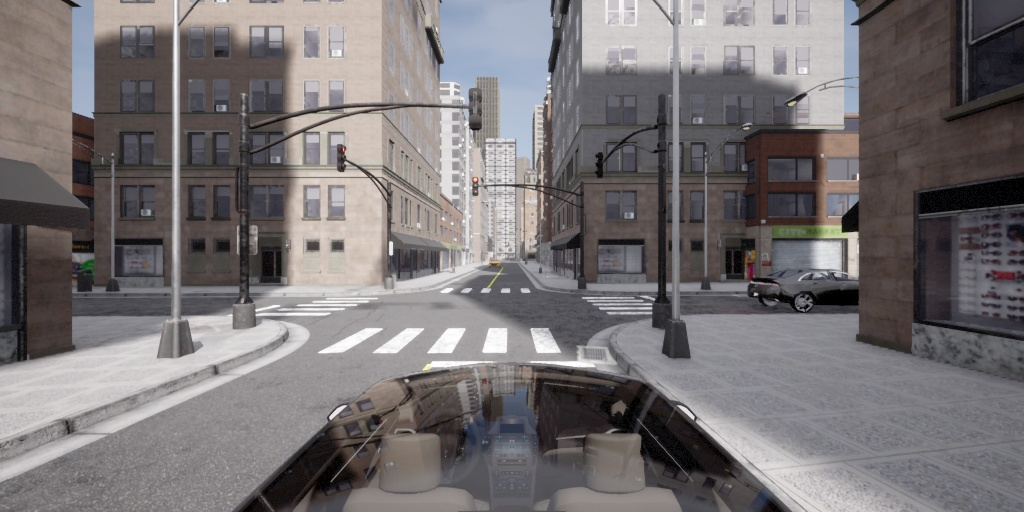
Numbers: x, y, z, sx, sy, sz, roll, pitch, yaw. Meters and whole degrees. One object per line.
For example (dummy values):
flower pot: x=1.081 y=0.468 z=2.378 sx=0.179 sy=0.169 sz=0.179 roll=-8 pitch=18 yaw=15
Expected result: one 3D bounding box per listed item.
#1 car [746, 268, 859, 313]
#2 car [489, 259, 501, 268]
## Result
car: x=11.428 y=1.209 z=13.234 sx=4.902 sy=1.511 sz=2.128 roll=0 pitch=0 yaw=0
car: x=-2.995 y=1.207 z=62.919 sx=1.882 sy=1.535 sz=5.008 roll=0 pitch=0 yaw=0
